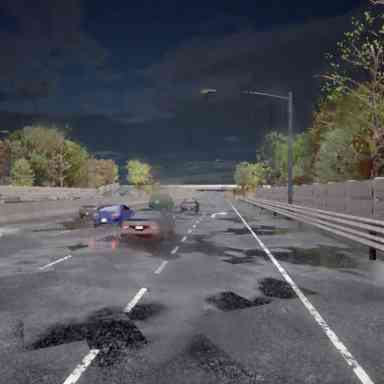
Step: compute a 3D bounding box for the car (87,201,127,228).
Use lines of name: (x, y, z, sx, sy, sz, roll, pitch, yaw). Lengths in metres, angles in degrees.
car: (-5.004, 1.526, 22.006, 1.812, 1.442, 4.674, 0, -1, 5)

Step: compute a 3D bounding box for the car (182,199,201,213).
car: (-0.098, 1.494, 37.691, 2.128, 1.511, 4.902, 0, 0, 5)

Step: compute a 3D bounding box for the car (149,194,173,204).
car: (-3.530, 1.224, 38.596, 2.150, 2.045, 5.566, 0, 0, 5)

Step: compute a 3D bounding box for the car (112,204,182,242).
car: (-1.983, 1.546, 16.465, 2.033, 1.411, 5.357, 0, 0, 5)

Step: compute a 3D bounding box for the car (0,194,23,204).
car: (-24.352, 1.358, 43.770, 2.097, 1.767, 4.553, 0, 0, 5)

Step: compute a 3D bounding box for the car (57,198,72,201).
car: (-20.065, 1.579, 52.357, 1.994, 1.385, 4.181, 0, 0, 5)

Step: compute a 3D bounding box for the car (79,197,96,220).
car: (-7.951, 1.494, 28.383, 2.128, 1.511, 4.902, 0, 0, 5)
